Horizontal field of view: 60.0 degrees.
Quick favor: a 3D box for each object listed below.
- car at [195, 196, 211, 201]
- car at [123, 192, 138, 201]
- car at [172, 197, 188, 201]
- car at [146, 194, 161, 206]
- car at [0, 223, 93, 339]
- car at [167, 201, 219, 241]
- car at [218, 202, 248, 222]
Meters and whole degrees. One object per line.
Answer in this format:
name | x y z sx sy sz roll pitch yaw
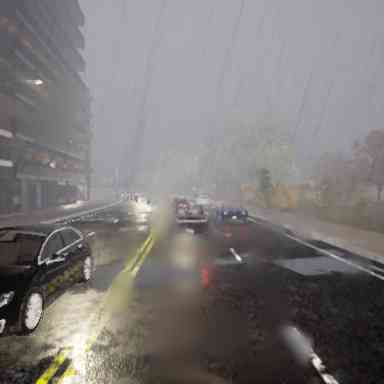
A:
car | 1.423 1.204 43.429 1.812 1.442 4.674 0 1 -5
car | -8.880 0.650 48.422 2.097 1.767 4.553 0 0 -6
car | -1.344 1.296 37.803 1.994 1.385 4.181 0 0 -4
car | -5.641 1.105 48.717 2.128 1.511 4.902 0 0 -6
car | -3.409 1.470 6.689 1.837 1.490 4.892 0 0 -1
car | -0.159 1.381 15.866 2.128 1.511 4.902 0 0 -2
car | 2.750 1.417 24.500 1.895 1.301 4.718 0 0 -3
